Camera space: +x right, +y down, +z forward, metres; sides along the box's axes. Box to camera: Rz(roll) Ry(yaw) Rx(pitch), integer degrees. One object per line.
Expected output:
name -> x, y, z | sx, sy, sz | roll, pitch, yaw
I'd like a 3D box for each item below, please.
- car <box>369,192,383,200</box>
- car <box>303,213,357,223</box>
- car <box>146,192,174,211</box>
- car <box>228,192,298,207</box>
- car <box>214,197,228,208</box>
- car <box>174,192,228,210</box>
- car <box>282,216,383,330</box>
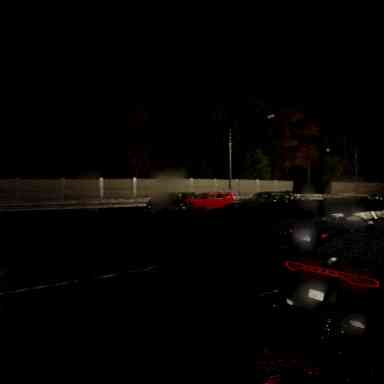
car -> 32.207, 0.841, 56.944 | 4.892, 1.490, 1.837 | -1, 1, -35
car -> 5.278, 1.437, 11.809 | 4.181, 1.385, 1.994 | -1, 0, -35
car -> -1.758, 1.020, 32.835 | 5.566, 2.045, 2.150 | -1, 0, -35
car -> 5.722, 1.001, 25.266 | 5.566, 2.045, 2.150 | -1, 0, -35
car -> 4.388, 1.334, 28.612 | 4.181, 1.385, 1.994 | -1, 0, -35
car -> 1.533, 1.003, 30.875 | 5.566, 2.045, 2.150 | -1, 0, -35
car -> 3.919, 1.398, 6.539 | 5.008, 1.535, 1.882 | -1, 0, -36
